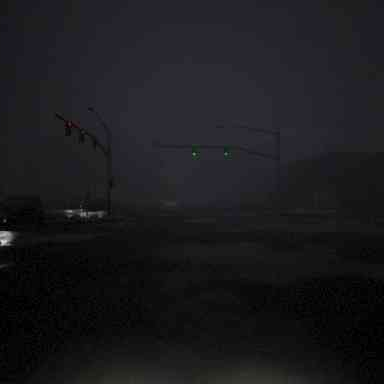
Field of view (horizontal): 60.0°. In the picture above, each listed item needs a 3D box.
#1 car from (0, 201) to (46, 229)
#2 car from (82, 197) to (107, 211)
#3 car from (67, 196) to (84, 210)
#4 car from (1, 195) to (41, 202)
[{"bbox_3d":[-11.580,1.583,21.952,2.033,1.411,5.357,0,0,0],"label":"car"},{"bbox_3d":[-11.562,1.545,41.235,1.882,1.535,5.008,0,0,0],"label":"car"},{"bbox_3d":[-15.056,1.426,44.702,2.097,1.767,4.553,0,0,0],"label":"car"},{"bbox_3d":[-15.073,1.271,29.080,2.150,2.045,5.566,0,0,0],"label":"car"}]
